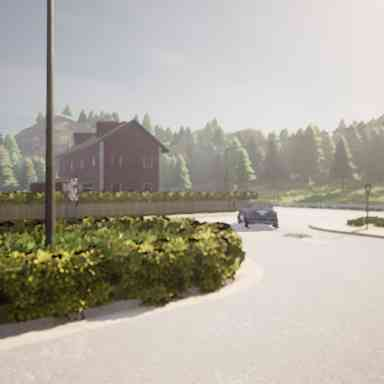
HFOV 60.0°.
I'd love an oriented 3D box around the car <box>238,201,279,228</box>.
[{"bbox_3d":[4.396,1.353,22.312,2.097,1.767,4.553,0,0,3],"label":"car"}]
